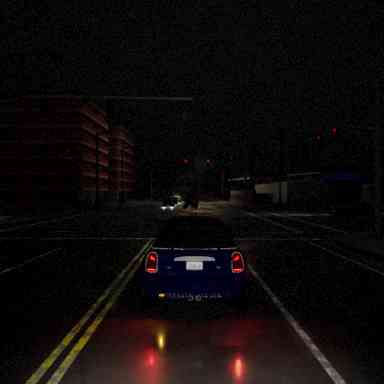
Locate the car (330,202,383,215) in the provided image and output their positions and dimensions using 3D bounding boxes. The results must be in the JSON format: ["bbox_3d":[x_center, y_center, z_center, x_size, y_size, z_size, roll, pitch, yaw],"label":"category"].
[{"bbox_3d":[16.381,1.612,33.248,4.718,1.301,1.895,0,0,0],"label":"car"}]

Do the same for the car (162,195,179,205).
[{"bbox_3d":[-3.722,1.565,53.697,2.033,1.411,5.357,0,0,0],"label":"car"}]

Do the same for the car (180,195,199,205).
[{"bbox_3d":[-0.169,1.518,45.892,1.837,1.490,4.892,0,0,2],"label":"car"}]

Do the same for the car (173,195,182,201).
[{"bbox_3d":[-3.720,1.567,84.720,2.033,1.411,5.357,0,0,0],"label":"car"}]

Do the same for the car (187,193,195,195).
[{"bbox_3d":[-0.176,1.248,71.624,2.150,2.045,5.566,0,0,0],"label":"car"}]

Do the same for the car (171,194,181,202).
[{"bbox_3d":[-3.714,1.568,63.778,2.033,1.411,5.357,0,0,0],"label":"car"}]

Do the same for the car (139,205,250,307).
[{"bbox_3d":[0.054,1.355,8.156,2.097,1.767,4.553,0,0,0],"label":"car"}]
